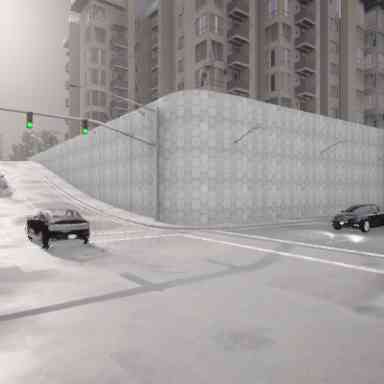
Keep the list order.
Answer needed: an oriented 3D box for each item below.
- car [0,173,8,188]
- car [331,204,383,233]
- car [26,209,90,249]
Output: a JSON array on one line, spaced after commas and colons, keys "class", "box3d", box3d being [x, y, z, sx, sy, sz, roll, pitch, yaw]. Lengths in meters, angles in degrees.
[{"class": "car", "box3d": [-20.961, -1.354, 35.540, 1.812, 1.442, 4.674, 0, 12, -36]}, {"class": "car", "box3d": [10.340, 1.505, 19.978, 4.892, 1.490, 1.837, 0, 0, -36]}, {"class": "car", "box3d": [-6.044, 1.490, 14.796, 2.128, 1.511, 4.902, 0, 0, -36]}]
